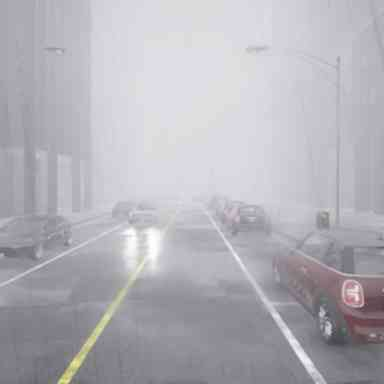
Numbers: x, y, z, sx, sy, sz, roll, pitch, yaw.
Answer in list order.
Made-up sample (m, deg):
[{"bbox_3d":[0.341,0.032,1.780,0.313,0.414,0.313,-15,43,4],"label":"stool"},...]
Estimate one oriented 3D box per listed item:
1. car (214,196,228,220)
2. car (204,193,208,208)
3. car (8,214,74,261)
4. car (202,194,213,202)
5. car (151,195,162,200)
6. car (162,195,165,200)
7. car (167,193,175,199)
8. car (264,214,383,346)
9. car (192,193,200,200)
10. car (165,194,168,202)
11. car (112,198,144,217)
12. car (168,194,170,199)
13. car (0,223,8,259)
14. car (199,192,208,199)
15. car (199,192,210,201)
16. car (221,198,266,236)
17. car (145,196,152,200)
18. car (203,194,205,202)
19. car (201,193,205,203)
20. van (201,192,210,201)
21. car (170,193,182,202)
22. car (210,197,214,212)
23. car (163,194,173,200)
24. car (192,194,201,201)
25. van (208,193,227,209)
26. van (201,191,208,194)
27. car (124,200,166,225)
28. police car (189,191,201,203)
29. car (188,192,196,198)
[{"bbox_3d":[2.844,1.307,23.262,1.967,1.590,4.097,0,0,0],"label":"car"},{"bbox_3d":[2.838,1.213,40.207,1.967,1.590,4.097,0,0,0],"label":"car"},{"bbox_3d":[-5.677,1.497,11.958,1.947,1.339,4.313,0,0,0],"label":"car"},{"bbox_3d":[2.830,1.193,62.802,1.887,1.381,4.507,0,0,0],"label":"car"},{"bbox_3d":[-5.689,1.292,45.849,2.008,1.369,4.403,0,0,0],"label":"car"},{"bbox_3d":[-5.692,1.150,51.498,1.967,1.590,4.097,0,0,0],"label":"car"},{"bbox_3d":[-5.704,1.067,91.040,1.802,1.307,4.206,0,0,0],"label":"car"},{"bbox_3d":[2.850,1.403,6.317,1.967,1.590,4.097,0,0,0],"label":"car"},{"bbox_3d":[0.873,1.085,75.378,1.837,1.490,4.892,0,0,0],"label":"car"},{"bbox_3d":[-5.693,1.230,57.147,2.008,1.369,4.403,0,0,0],"label":"car"},{"bbox_3d":[-5.682,1.402,28.903,1.947,1.339,4.313,0,0,0],"label":"car"},{"bbox_3d":[-5.695,1.230,62.796,1.802,1.307,4.206,0,0,0],"label":"car"},{"bbox_3d":[-5.674,1.489,6.138,1.752,1.417,4.829,0,0,0],"label":"car"},{"bbox_3d":[2.821,0.835,85.395,2.192,1.841,5.009,0,0,0],"label":"car"},{"bbox_3d":[2.825,0.901,74.098,2.192,1.841,5.009,0,0,0],"label":"car"},{"bbox_3d":[2.846,1.339,17.613,1.967,1.590,4.097,0,0,0],"label":"car"},{"bbox_3d":[-5.685,1.349,34.552,1.887,1.381,4.507,0,0,0],"label":"car"},{"bbox_3d":[2.836,1.286,45.856,1.887,1.381,4.507,0,0,0],"label":"car"},{"bbox_3d":[2.834,1.276,51.505,1.947,1.339,4.313,0,0,0],"label":"car"},{"bbox_3d":[2.827,0.958,68.449,1.690,1.788,3.998,0,0,0],"label":"van"},{"bbox_3d":[-3.047,1.151,63.476,1.837,1.490,4.892,0,0,1],"label":"car"},{"bbox_3d":[2.842,1.380,28.911,1.887,1.381,4.507,0,0,0],"label":"car"},{"bbox_3d":[-5.701,1.099,79.742,1.887,1.381,4.507,0,0,0],"label":"car"},{"bbox_3d":[0.875,1.118,69.378,1.837,1.490,4.892,0,0,0],"label":"car"},{"bbox_3d":[2.839,1.145,34.558,1.690,1.788,3.998,0,0,0],"label":"van"},{"bbox_3d":[2.830,1.020,57.152,1.690,1.788,3.998,0,0,0],"label":"van"},{"bbox_3d":[-3.108,1.470,22.972,1.895,1.301,4.718,0,0,0],"label":"car"},{"bbox_3d":[0.879,1.092,59.488,1.930,1.638,5.238,0,0,0],"label":"police car"},{"bbox_3d":[-0.034,0.834,94.760,2.128,1.511,4.902,0,0,0],"label":"car"}]
